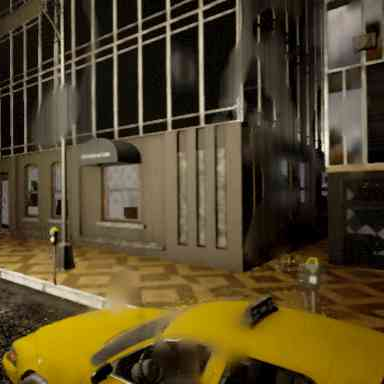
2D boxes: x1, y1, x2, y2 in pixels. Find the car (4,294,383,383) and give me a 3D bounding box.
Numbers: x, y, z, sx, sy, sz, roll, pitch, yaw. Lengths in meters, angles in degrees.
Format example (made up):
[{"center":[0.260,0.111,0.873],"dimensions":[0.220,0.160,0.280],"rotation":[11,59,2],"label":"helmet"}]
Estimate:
[{"center":[0.284,1.518,2.689],"dimensions":[4.829,1.417,1.752],"rotation":[0,-1,35],"label":"car"}]
